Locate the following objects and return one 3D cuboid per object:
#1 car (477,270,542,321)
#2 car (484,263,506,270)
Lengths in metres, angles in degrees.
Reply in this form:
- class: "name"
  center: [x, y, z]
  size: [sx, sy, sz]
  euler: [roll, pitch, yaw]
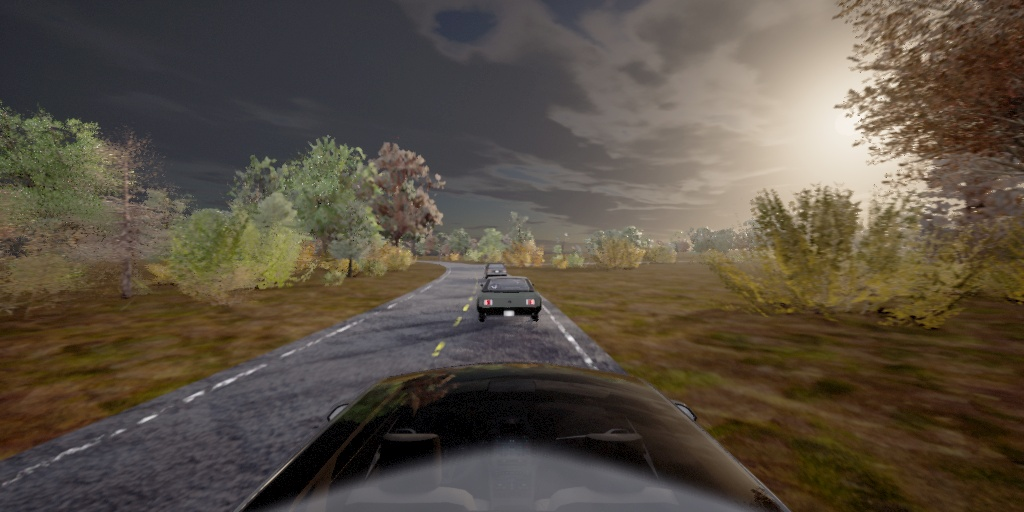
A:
- class: "car"
  center: [-0.157, 1.349, 12.424]
  size: [1.895, 1.301, 4.718]
  euler: [0, 0, -2]
- class: "car"
  center: [-1.443, 1.292, 31.126]
  size: [2.033, 1.411, 5.357]
  euler: [0, 0, -6]
